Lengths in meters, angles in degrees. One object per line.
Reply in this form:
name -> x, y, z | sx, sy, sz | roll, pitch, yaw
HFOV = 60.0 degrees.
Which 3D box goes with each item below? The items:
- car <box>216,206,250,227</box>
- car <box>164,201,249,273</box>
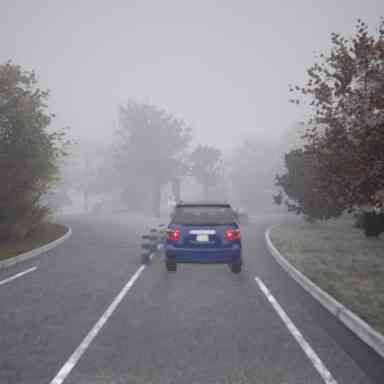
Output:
car -> 3.657, 2.032, 28.739 | 1.837, 1.490, 4.892 | -1, -1, 20
car -> 0.411, 1.293, 11.112 | 2.150, 2.045, 5.566 | 0, -1, 3
